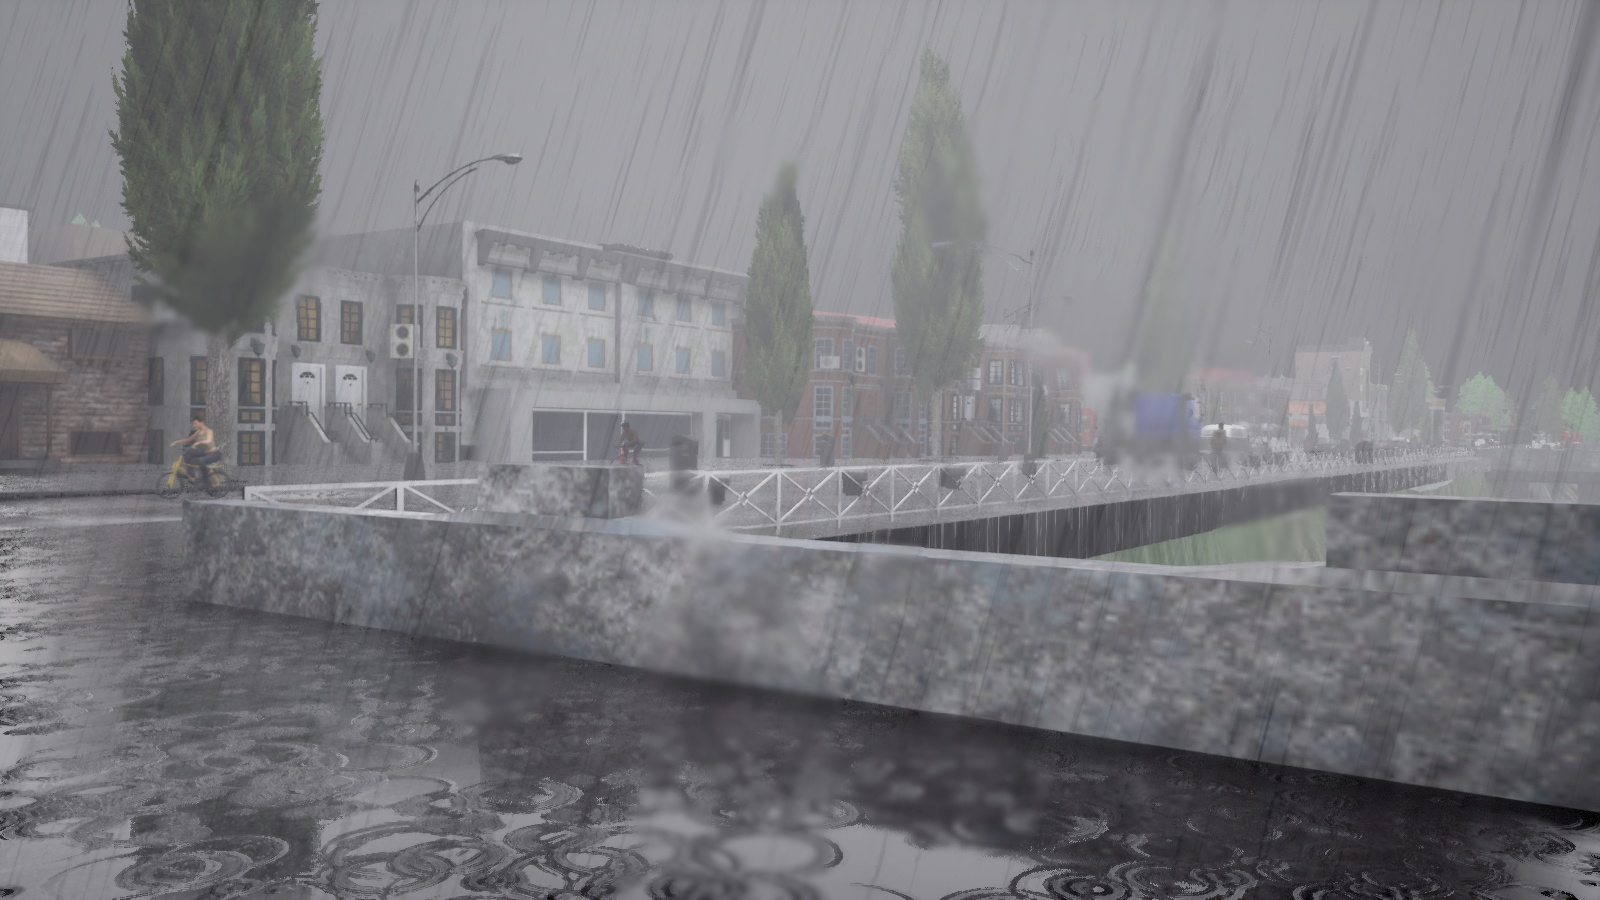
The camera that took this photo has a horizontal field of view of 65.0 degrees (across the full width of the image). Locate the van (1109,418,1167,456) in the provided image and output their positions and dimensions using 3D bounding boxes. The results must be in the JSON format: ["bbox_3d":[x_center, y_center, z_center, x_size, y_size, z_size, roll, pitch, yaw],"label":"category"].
[{"bbox_3d":[18.765,-0.739,69.668,1.775,1.987,4.442,0,1,34],"label":"van"}]

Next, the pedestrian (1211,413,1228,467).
[{"bbox_3d":[15.093,-0.367,45.157,0.396,1.930,0.692,0,1,35],"label":"pedestrian"}]

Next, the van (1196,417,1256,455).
[{"bbox_3d":[23.735,-0.799,69.925,2.069,2.038,4.480,0,1,34],"label":"van"}]

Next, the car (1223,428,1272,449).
[{"bbox_3d":[31.880,-0.832,89.439,2.033,1.411,5.357,0,1,34],"label":"car"}]

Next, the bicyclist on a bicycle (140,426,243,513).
[{"bbox_3d":[-11.575,0.344,23.930,0.866,1.612,1.509,0,1,34],"label":"bicyclist on a bicycle"}]

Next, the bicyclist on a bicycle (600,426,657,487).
[{"bbox_3d":[-4.680,0.156,34.330,0.582,1.620,1.656,0,1,34],"label":"bicyclist on a bicycle"}]

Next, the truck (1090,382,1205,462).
[{"bbox_3d":[16.397,-1.286,58.858,2.891,3.462,7.936,0,1,34],"label":"truck"}]
